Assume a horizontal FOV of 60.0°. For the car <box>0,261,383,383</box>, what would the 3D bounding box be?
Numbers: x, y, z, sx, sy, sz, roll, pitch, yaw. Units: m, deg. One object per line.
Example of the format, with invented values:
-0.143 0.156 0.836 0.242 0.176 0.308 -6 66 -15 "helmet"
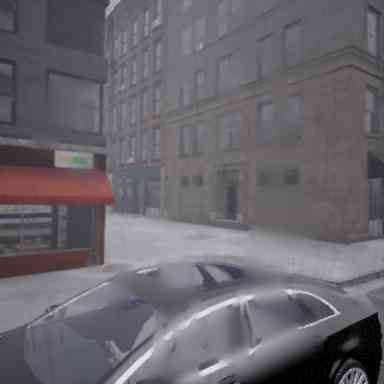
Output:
-0.223 1.491 2.910 4.902 1.511 2.128 0 0 -35 "car"
